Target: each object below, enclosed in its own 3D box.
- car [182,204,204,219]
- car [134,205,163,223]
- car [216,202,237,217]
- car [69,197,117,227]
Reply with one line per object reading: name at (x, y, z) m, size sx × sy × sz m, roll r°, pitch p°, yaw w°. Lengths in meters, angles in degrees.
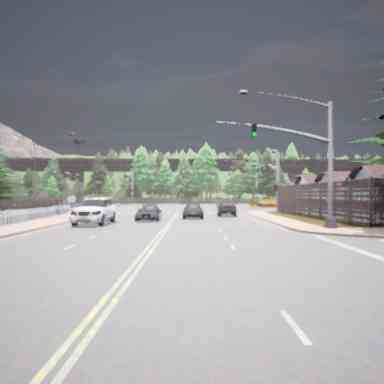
car at (0.105, 1.806, 31.471) m, size 1.994 × 1.385 × 4.181 m, roll 0°, pitch 0°, yaw 0°
car at (-3.575, 1.778, 27.896) m, size 1.994 × 1.385 × 4.181 m, roll 0°, pitch 0°, yaw 0°
car at (3.619, 1.773, 34.927) m, size 1.837 × 1.490 × 4.892 m, roll 0°, pitch 0°, yaw 1°
car at (-7.090, 1.410, 24.501) m, size 2.150 × 2.045 × 5.566 m, roll 0°, pitch 0°, yaw 0°
